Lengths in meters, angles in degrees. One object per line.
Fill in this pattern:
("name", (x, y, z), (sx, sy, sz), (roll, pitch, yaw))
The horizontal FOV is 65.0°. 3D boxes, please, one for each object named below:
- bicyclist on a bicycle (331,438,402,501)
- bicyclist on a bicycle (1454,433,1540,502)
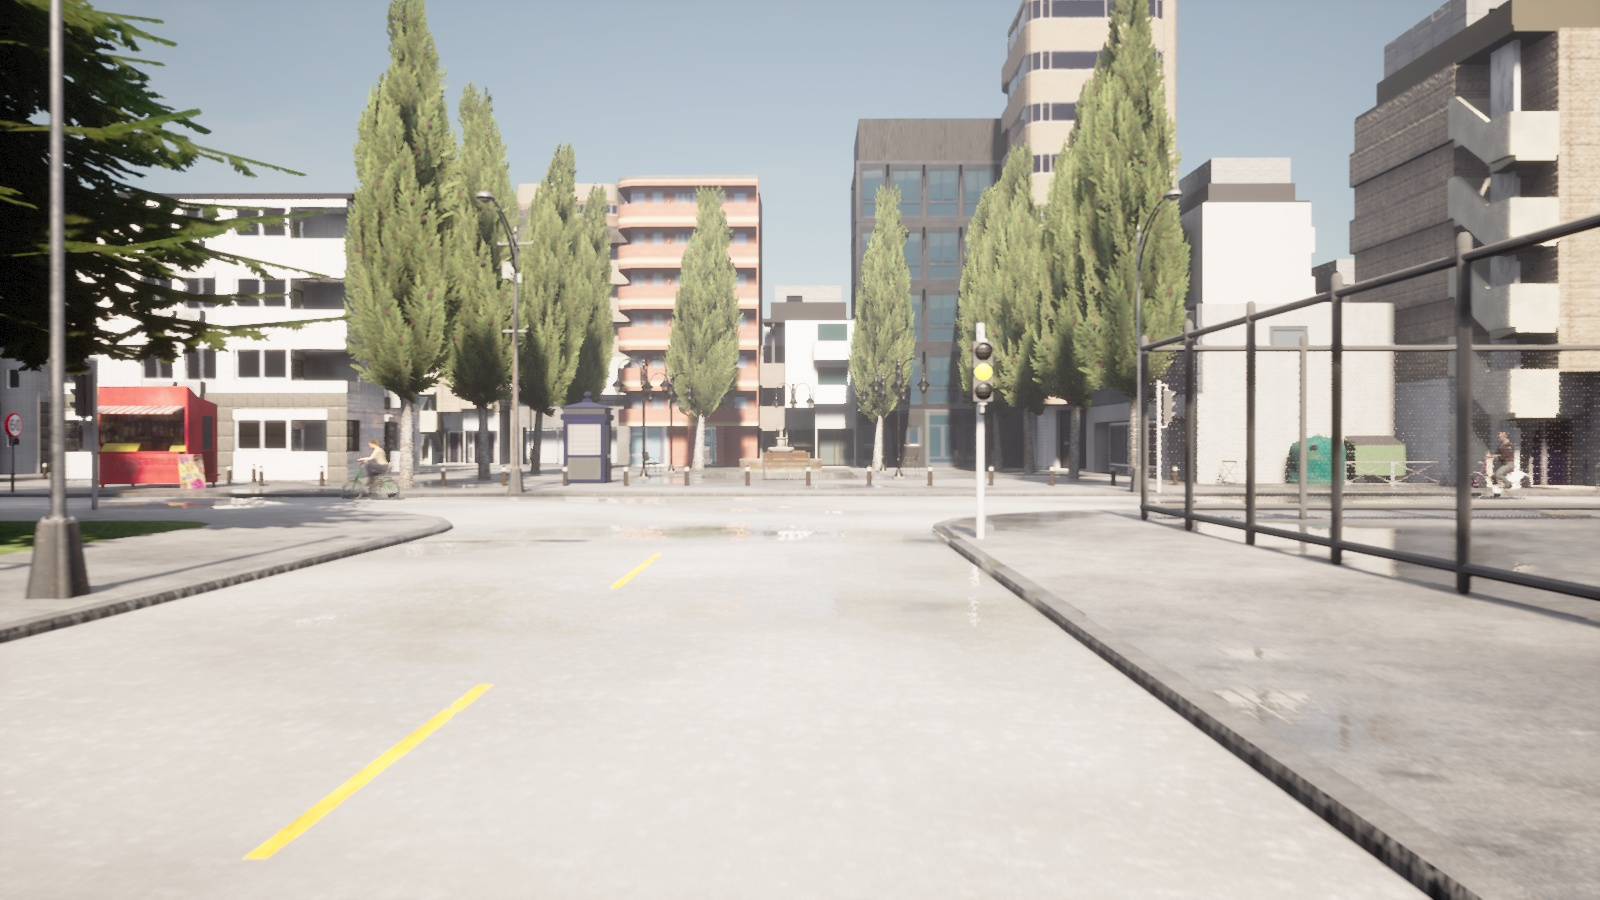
("bicyclist on a bicycle", (-11.232, 0.490, 32.572), (1.509, 1.612, 0.866), (0, 1, 1))
("bicyclist on a bicycle", (18.012, 0.448, 32.492), (1.843, 1.776, 0.659), (0, 0, 0))
